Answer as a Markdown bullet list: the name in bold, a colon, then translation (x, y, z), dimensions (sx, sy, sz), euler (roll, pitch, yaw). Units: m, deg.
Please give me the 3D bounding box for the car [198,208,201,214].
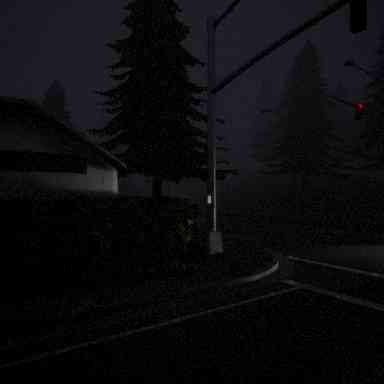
- **car**: translation (-1.316, 1.585, 30.308), dimensions (1.895, 1.301, 4.718), euler (0, 0, -38)
